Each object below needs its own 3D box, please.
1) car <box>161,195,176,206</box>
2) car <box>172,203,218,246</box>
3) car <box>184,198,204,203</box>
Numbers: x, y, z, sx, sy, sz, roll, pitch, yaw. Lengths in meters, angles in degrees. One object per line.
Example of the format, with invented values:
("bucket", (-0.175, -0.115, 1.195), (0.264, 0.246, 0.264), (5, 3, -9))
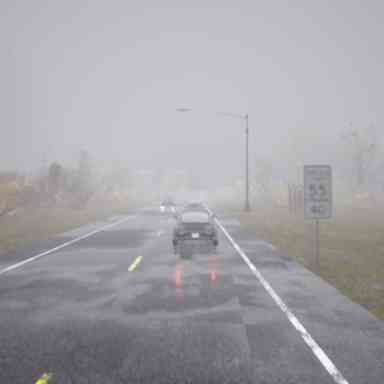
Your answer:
("car", (-3.305, 1.232, 47.375), (1.837, 1.490, 4.892), (0, 1, 1))
("car", (0.124, 1.440, 14.764), (1.812, 1.442, 4.674), (0, 0, 0))
("car", (0.227, 1.337, 32.737), (1.812, 1.442, 4.674), (0, 0, 0))
